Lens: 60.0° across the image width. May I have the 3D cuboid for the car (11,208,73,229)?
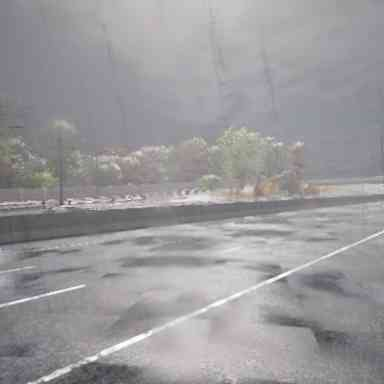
[{"bbox_3d":[-12.092,2.105,27.010,1.994,1.385,4.181,-2,-1,41],"label":"car"}]

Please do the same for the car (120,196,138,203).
[{"bbox_3d":[-12.382,1.503,65.690,1.895,1.301,4.718,-2,1,20],"label":"car"}]

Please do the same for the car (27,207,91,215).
[{"bbox_3d":[-9.338,1.954,24.850,1.837,1.490,4.892,-2,-1,41],"label":"car"}]

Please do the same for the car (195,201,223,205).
[{"bbox_3d":[2.505,1.922,38.392,1.895,1.301,4.718,-2,-1,41],"label":"car"}]

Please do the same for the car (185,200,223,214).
[{"bbox_3d":[1.599,1.885,42.659,2.128,1.511,4.902,-2,-1,41],"label":"car"}]

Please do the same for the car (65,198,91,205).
[{"bbox_3d":[-17.461,1.771,51.079,1.837,1.490,4.892,-2,0,18],"label":"car"}]

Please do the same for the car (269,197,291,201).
[{"bbox_3d":[14.416,1.802,51.971,1.895,1.301,4.718,-2,-1,42],"label":"car"}]

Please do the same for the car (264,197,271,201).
[{"bbox_3d":[13.509,1.626,56.238,2.097,1.767,4.553,-2,-1,42],"label":"car"}]
